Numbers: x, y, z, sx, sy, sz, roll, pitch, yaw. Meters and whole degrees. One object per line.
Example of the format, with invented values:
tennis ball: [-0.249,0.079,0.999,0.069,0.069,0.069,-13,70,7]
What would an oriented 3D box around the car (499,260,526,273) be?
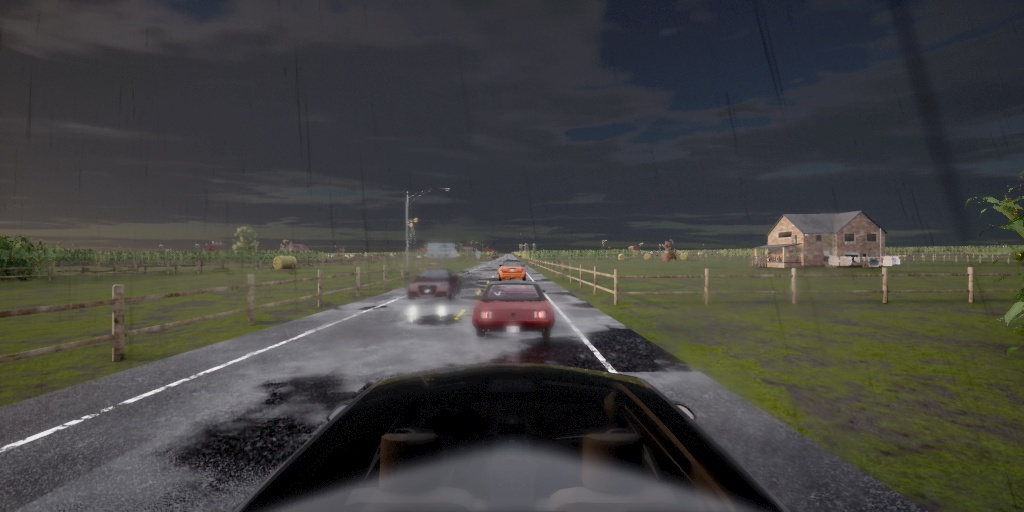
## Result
car: [0.017,1.088,29.010,2.097,1.767,4.553,0,0,0]

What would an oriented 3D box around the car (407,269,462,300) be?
car: [-3.633,1.309,17.403,1.994,1.385,4.181,0,0,0]

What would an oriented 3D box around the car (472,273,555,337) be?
car: [0.044,1.350,10.241,1.895,1.301,4.718,0,0,0]
